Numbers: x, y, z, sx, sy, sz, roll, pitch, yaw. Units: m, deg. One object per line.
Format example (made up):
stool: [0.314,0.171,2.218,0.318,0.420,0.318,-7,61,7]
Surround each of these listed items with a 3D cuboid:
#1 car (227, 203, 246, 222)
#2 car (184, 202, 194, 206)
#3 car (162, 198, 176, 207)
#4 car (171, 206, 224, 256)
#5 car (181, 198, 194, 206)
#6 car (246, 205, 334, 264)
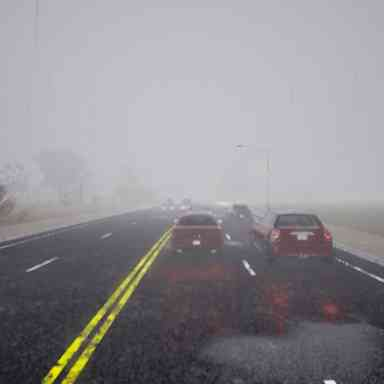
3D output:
car: [3.951,1.683,27.975,1.812,1.442,4.674,0,0,3]
car: [0.634,1.751,26.795,1.895,1.301,4.718,0,0,3]
car: [-3.981,1.832,58.300,1.812,1.442,4.674,0,0,5]
car: [0.235,1.556,13.605,1.882,1.535,5.008,0,0,2]
car: [-0.752,1.810,57.958,1.837,1.490,4.892,0,0,5]
car: [3.448,1.424,12.320,2.097,1.767,4.553,0,0,2]
